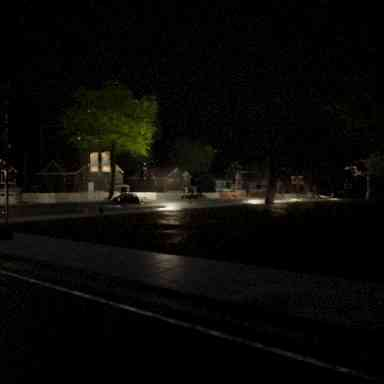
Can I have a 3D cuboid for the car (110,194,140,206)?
[{"bbox_3d":[-9.858,1.021,49.100,2.097,1.767,4.553,1,1,36],"label":"car"}]
